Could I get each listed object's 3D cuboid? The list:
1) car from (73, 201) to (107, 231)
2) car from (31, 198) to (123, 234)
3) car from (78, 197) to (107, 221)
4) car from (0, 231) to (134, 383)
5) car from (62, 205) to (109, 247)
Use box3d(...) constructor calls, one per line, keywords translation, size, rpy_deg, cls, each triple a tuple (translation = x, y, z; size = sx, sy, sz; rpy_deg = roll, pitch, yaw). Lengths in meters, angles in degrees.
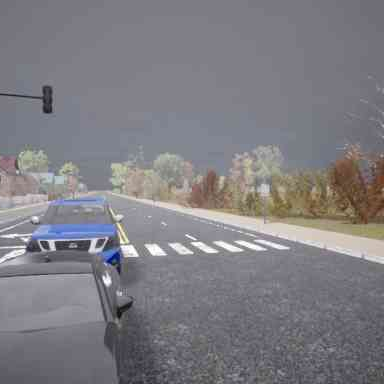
box3d(translation=(-6.585, 1.468, 21.811), size=(1.882, 1.535, 5.008), rpy_deg=(0, 0, -15), cls="car")
box3d(translation=(-3.358, 1.218, 9.994), size=(2.150, 2.045, 5.566), rpy_deg=(0, 0, -15), cls="car")
box3d(translation=(-8.146, 1.338, 27.544), size=(2.097, 1.767, 4.553), rpy_deg=(0, 0, -15), cls="car")
box3d(translation=(-1.718, 1.524, 3.905), size=(1.812, 1.442, 4.674), rpy_deg=(0, 0, -13), cls="car")
box3d(translation=(-5.016, 1.498, 16.065), size=(1.837, 1.490, 4.892), rpy_deg=(0, 0, -15), cls="car")
